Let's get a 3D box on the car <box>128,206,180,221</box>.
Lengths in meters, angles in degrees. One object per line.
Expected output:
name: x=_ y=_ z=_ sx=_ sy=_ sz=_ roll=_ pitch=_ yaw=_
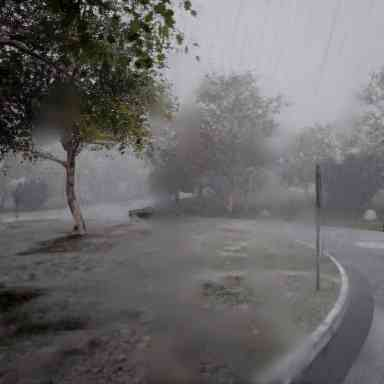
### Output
car: x=-3.598 y=1.979 z=31.250 sx=4.718 sy=1.301 sz=1.895 roll=0 pitch=-1 yaw=23

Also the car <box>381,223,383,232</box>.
car: x=11.017 y=1.824 z=15.496 sx=1.895 sy=1.301 sz=4.718 roll=0 pitch=-1 yaw=-2

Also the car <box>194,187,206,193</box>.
car: x=3.157 y=-0.587 z=92.034 sx=1.812 sy=1.442 sz=4.674 roll=0 pitch=4 yaw=26
